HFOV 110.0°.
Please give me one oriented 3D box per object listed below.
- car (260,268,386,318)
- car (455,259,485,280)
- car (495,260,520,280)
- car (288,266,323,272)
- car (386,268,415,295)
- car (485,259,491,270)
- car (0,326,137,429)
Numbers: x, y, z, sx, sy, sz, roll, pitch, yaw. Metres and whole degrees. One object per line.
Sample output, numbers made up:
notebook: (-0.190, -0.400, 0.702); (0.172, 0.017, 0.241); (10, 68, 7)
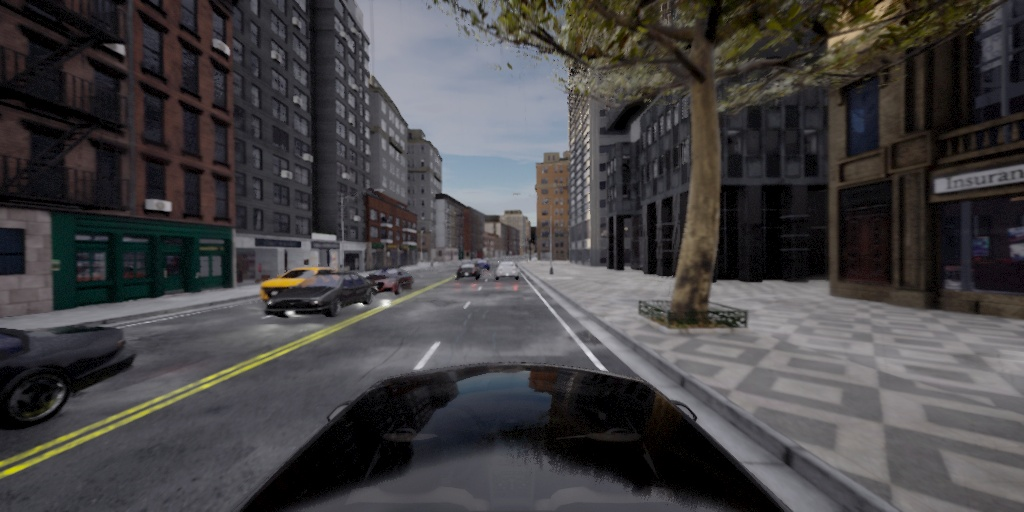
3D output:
car: (-6.778, 1.345, 13.544); (2.033, 1.411, 5.357); (-1, 0, -1)
car: (-3.623, 1.240, 30.639); (1.812, 1.442, 4.674); (-1, 0, -1)
car: (-0.405, 1.209, 30.552); (1.812, 1.442, 4.674); (-1, 0, -1)
car: (-10.028, 1.296, 17.593); (1.882, 1.535, 5.008); (-1, 0, -1)
car: (-6.792, 1.348, 19.821); (1.994, 1.385, 4.181); (-1, 0, -1)
car: (-3.951, 1.171, 48.796); (1.812, 1.442, 4.674); (-1, 0, -1)
car: (-6.595, 1.360, 2.992); (2.033, 1.411, 5.357); (-1, 0, -1)
